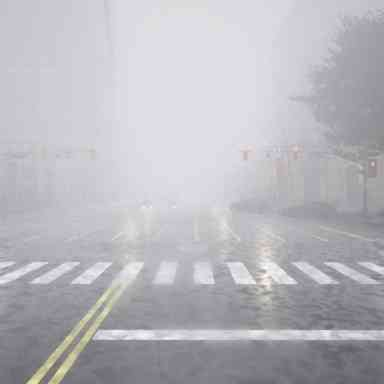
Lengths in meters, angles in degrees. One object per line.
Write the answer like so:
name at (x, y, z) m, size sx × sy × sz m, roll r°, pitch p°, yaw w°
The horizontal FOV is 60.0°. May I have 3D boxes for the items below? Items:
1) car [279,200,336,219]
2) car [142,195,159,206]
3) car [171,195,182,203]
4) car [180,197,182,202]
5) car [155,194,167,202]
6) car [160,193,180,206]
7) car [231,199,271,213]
car at (9.950, 1.507, 28.728) m, size 4.892 × 1.490 × 1.837 m, roll 1°, pitch -1°, yaw -9°
car at (-7.075, 1.564, 55.322) m, size 1.994 × 1.385 × 4.181 m, roll 0°, pitch 0°, yaw 0°
car at (-3.355, 1.525, 74.406) m, size 2.128 × 1.511 × 4.902 m, roll 0°, pitch 0°, yaw 1°
car at (-3.514, 1.221, 64.183) m, size 2.150 × 2.045 × 5.566 m, roll 0°, pitch 0°, yaw 1°
car at (-6.860, 1.355, 73.877) m, size 2.097 × 1.767 × 4.553 m, roll 0°, pitch 0°, yaw 1°
car at (-3.576, 1.352, 54.974) m, size 2.097 × 1.767 × 4.553 m, roll 0°, pitch 0°, yaw 0°
car at (6.530, 1.491, 37.403) m, size 2.128 × 1.511 × 4.902 m, roll -1°, pitch 0°, yaw -43°
